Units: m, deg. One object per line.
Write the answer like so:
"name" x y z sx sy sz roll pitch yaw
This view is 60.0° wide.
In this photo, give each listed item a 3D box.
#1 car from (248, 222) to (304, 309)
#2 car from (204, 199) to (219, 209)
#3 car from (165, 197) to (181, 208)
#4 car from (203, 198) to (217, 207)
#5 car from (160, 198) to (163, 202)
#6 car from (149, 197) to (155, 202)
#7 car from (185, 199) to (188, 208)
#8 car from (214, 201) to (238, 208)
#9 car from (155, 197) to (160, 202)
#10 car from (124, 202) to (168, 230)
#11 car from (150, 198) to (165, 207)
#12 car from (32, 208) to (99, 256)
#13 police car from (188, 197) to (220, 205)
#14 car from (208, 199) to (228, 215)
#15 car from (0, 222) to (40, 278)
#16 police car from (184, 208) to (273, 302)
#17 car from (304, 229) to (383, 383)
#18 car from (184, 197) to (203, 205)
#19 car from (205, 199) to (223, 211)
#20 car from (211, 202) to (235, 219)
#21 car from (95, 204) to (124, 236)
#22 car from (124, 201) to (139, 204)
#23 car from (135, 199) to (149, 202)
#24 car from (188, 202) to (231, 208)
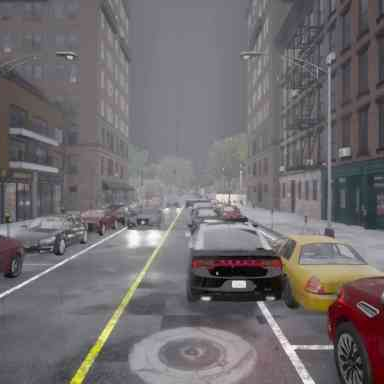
"car" 2.642 1.525 7.672 1.752 1.417 4.829 0 0 0
"car" 2.684 1.596 46.132 1.802 1.307 4.206 0 0 0
"car" -2.700 1.522 47.483 1.837 1.490 4.892 0 -1 0
"car" 2.689 1.585 51.650 1.947 1.339 4.313 0 0 0
"car" -5.341 1.454 46.138 1.967 1.590 4.097 0 0 0
"car" -5.352 1.446 35.100 1.967 1.590 4.097 0 0 0
"car" 0.072 1.493 47.125 1.882 1.535 5.008 0 0 1
"car" 2.663 1.583 24.059 1.802 1.307 4.206 0 0 0
"car" -5.347 1.535 40.449 1.752 1.417 4.829 0 0 0
"car" -2.826 1.564 21.160 1.994 1.385 4.181 0 0 0
"car" -5.336 1.601 51.657 1.802 1.307 4.206 0 0 0
"car" -5.373 1.551 13.025 2.008 1.369 4.403 0 0 0
"police car" 0.850 1.426 24.465 1.930 1.638 5.238 0 0 0
"car" 2.673 1.531 35.266 1.752 1.417 4.829 0 0 0
"car" -5.379 1.582 7.506 1.802 1.307 4.206 0 0 0
"police car" 0.834 1.425 8.465 1.930 1.638 5.238 0 0 0
"car" 2.641 1.315 1.986 2.192 1.841 5.009 0 0 0
"car" 0.361 1.590 59.775 1.994 1.385 4.181 0 0 23
"car" 2.678 1.554 40.614 1.887 1.381 4.507 0 0 0
"car" 2.668 1.584 29.577 1.802 1.307 4.206 0 0 0
"car" -5.368 1.545 18.544 1.887 1.381 4.507 0 0 0
"car" -5.362 1.567 24.063 1.947 1.339 4.313 0 0 0
"car" -5.357 1.553 29.581 2.008 1.369 4.403 0 0 0
"car" 0.844 1.526 18.355 1.812 1.442 4.674 0 0 0
